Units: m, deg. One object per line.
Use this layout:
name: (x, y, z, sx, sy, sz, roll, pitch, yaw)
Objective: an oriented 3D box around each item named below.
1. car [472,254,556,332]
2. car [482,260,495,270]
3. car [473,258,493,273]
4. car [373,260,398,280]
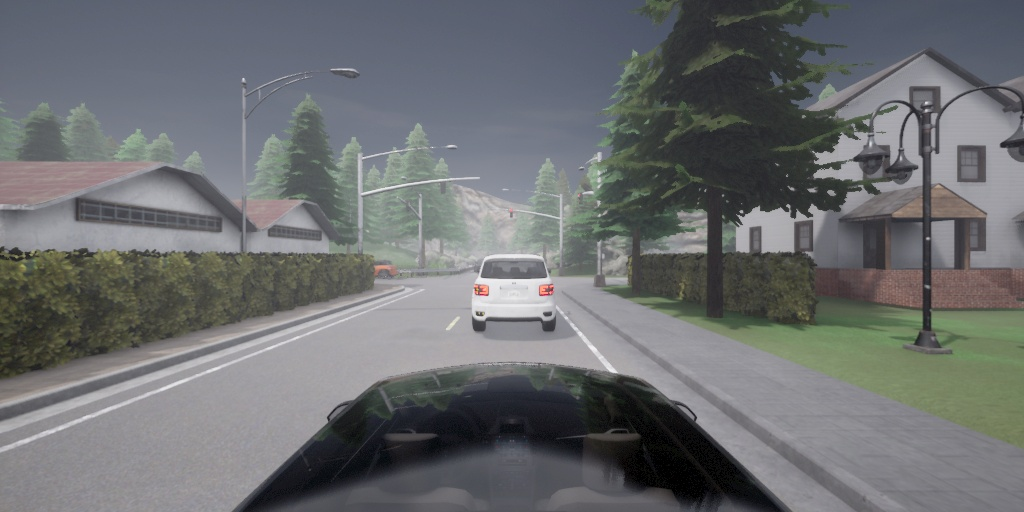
car: (0.063, 0.979, 11.071, 2.150, 2.045, 5.566, 0, 0, 0)
car: (-3.592, 1.318, 55.538, 1.812, 1.442, 4.674, 0, 0, 0)
car: (-3.596, 1.137, 45.554, 2.097, 1.767, 4.553, 0, 0, 0)
car: (-12.433, 1.109, 31.305, 4.553, 1.767, 2.097, 0, 0, 0)
